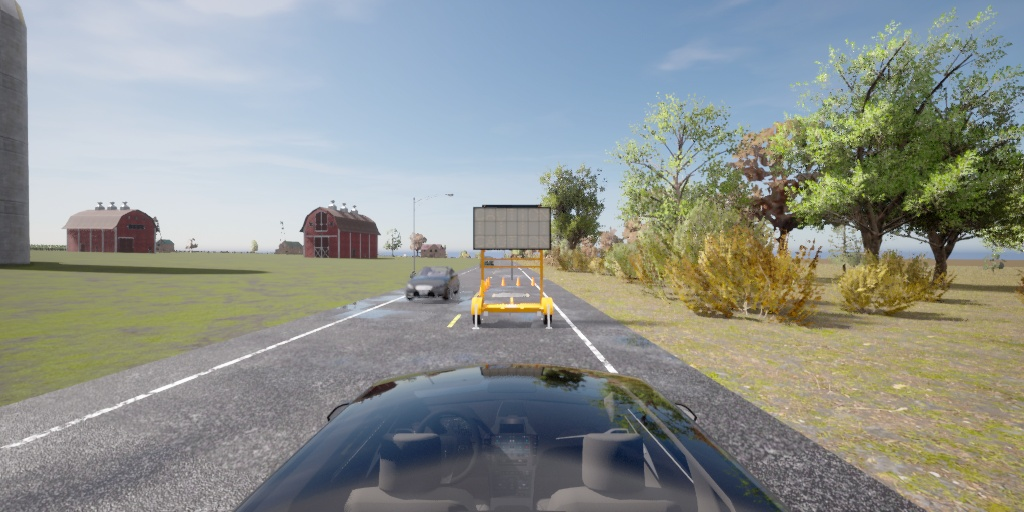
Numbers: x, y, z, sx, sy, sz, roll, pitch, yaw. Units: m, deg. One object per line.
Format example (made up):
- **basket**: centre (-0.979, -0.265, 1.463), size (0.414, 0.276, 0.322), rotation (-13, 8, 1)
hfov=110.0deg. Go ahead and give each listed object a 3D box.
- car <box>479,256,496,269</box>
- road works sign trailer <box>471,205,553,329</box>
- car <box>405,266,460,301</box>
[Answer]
- **car**: centre (-4.157, 0.968, 58.448), size (2.150, 2.045, 5.566), rotation (0, 0, -1)
- **road works sign trailer**: centre (0.000, 0.213, 11.192), size (2.380, 3.560, 2.880), rotation (0, 0, 0)
- **car**: centre (-3.652, 1.239, 17.206), size (2.128, 1.511, 4.902), rotation (0, 0, 0)
